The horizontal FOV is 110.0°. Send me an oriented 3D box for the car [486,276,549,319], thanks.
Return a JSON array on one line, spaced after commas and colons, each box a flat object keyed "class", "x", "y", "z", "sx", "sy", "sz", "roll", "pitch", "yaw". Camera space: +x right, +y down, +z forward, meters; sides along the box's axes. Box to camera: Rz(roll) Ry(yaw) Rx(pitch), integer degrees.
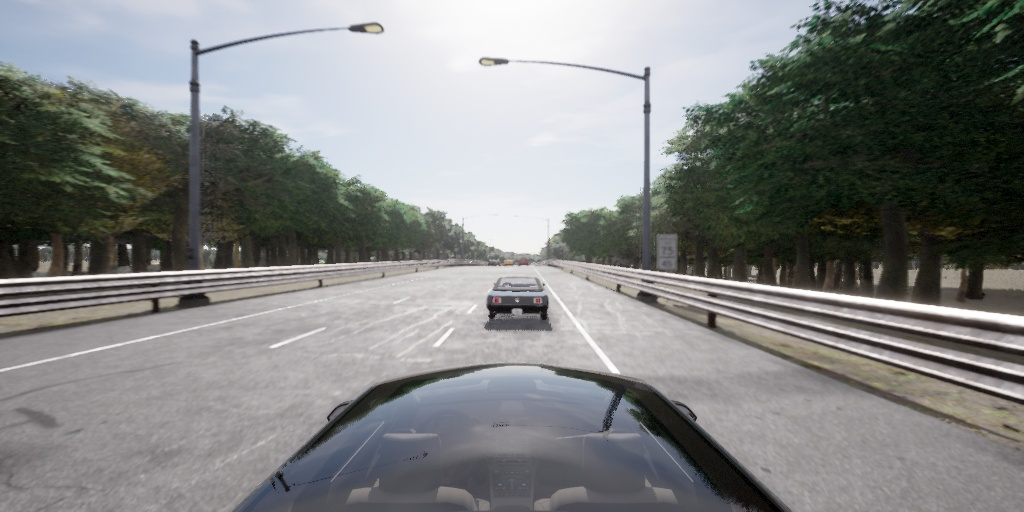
[{"class": "car", "x": 0.238, "y": 1.341, "z": 12.782, "sx": 1.895, "sy": 1.301, "sz": 4.718, "roll": 0, "pitch": 0, "yaw": 2}]
